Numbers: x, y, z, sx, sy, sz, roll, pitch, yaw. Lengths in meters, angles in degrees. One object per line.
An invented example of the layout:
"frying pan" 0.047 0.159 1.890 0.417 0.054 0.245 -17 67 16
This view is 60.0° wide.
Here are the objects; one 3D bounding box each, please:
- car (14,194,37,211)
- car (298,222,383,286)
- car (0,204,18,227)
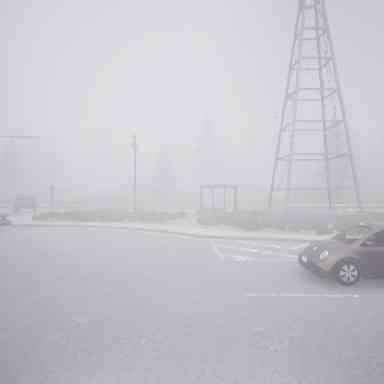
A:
"car" -18.940 1.221 37.864 2.150 2.045 5.566 0 0 -26
"car" 4.890 1.521 8.735 3.905 1.438 1.784 0 0 0
"car" -13.205 1.547 19.077 5.357 1.411 2.033 0 0 10
